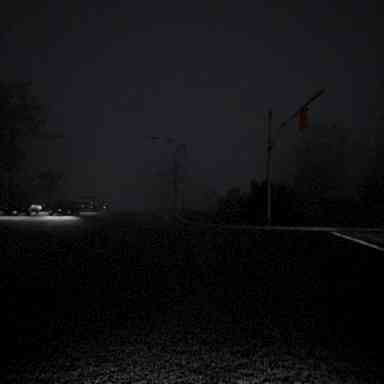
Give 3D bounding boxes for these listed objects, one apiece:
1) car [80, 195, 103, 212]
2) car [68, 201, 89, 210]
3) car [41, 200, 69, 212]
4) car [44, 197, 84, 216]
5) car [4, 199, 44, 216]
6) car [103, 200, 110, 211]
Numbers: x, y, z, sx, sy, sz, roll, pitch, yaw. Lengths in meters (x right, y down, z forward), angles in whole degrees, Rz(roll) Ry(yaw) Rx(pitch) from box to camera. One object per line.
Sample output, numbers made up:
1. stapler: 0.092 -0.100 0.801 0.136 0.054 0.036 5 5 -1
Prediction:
1. car: -12.727 1.347 40.483 2.150 2.045 5.566 1 -2 -7
2. car: -17.739 2.151 52.153 2.033 1.411 5.357 1 -3 -7
3. car: -16.135 1.643 39.496 1.895 1.301 4.718 1 -2 -7
4. car: -11.348 1.376 29.852 1.994 1.385 4.181 1 -1 -8
5. car: -14.869 1.302 29.588 2.033 1.411 5.357 1 -1 -11
6. car: -14.223 1.998 52.200 2.097 1.767 4.553 1 -3 -7
